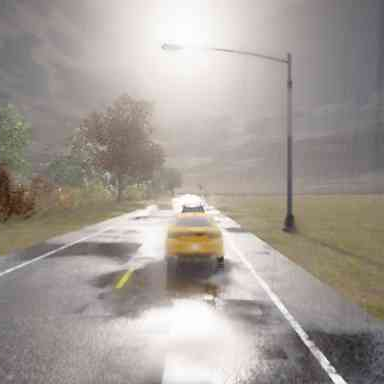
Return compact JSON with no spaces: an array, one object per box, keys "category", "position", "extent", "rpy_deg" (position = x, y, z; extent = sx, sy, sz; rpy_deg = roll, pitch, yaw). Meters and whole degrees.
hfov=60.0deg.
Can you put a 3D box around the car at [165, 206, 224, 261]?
[{"category":"car","position":[0.083,1.495,12.381],"extent":[1.882,1.535,5.008],"rpy_deg":[0,0,0]}]

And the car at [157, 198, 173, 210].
[{"category":"car","position":[-3.582,1.546,44.948],"extent":[1.882,1.535,5.008],"rpy_deg":[0,0,0]}]

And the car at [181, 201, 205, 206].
[{"category":"car","position":[0.083,1.534,28.416],"extent":[2.128,1.511,4.902],"rpy_deg":[0,0,0]}]
